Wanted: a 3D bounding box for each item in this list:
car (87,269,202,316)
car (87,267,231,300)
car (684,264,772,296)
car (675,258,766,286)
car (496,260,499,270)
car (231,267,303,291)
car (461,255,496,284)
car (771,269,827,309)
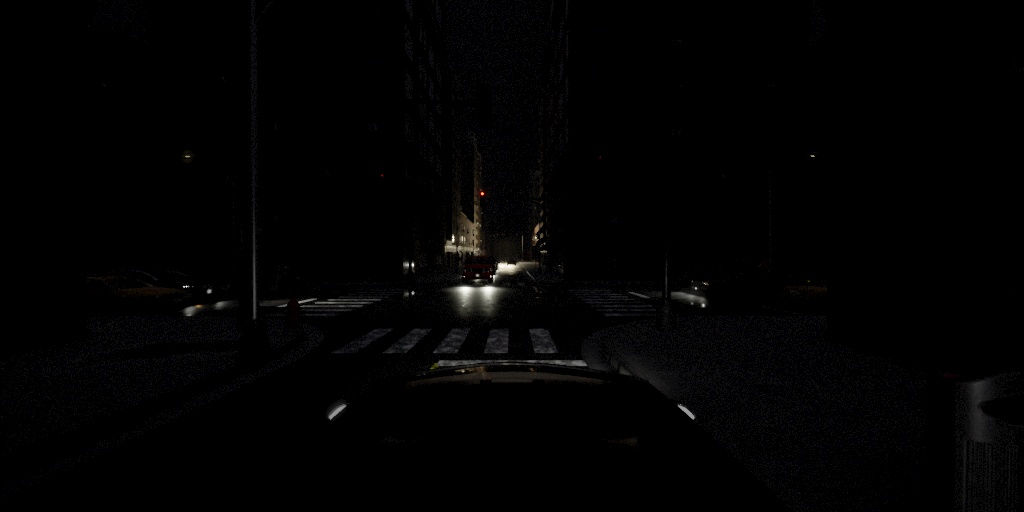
[{"bbox_3d":[-14.403,1.304,12.896,4.829,1.417,1.751,0,0,0],"label":"car"},{"bbox_3d":[-15.481,1.259,15.421,4.902,1.511,2.128,0,0,0],"label":"car"},{"bbox_3d":[12.135,1.277,18.360,5.357,1.411,2.033,0,0,3],"label":"car"},{"bbox_3d":[12.315,1.032,20.936,5.009,1.841,2.192,0,0,0],"label":"car"},{"bbox_3d":[-2.919,0.956,40.667,2.150,2.045,5.566,0,0,0],"label":"car"},{"bbox_3d":[-14.568,1.307,20.921,4.313,1.339,1.948,0,0,0],"label":"car"},{"bbox_3d":[-2.545,0.966,26.925,2.150,2.045,5.566,0,0,-5],"label":"car"},{"bbox_3d":[12.481,1.280,12.910,4.829,1.417,1.751,0,0,0],"label":"car"}]
